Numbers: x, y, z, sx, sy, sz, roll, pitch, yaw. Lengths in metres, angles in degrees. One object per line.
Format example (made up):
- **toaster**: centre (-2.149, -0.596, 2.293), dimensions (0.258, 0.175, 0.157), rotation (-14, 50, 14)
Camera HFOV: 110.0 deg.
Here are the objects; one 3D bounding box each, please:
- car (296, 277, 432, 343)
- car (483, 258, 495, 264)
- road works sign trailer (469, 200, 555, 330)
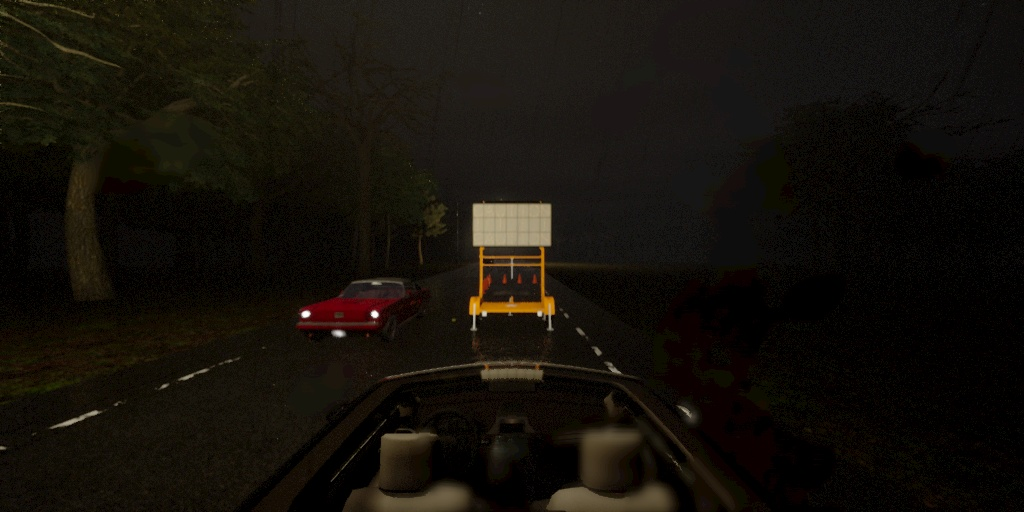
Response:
- **car**: centre (-3.596, 1.286, 9.660), dimensions (1.895, 1.301, 4.718), rotation (0, 0, 0)
- **car**: centre (-3.569, 0.667, 52.039), dimensions (1.882, 1.535, 5.008), rotation (0, 1, 0)
- **road works sign trailer**: centre (0.002, 0.140, 10.807), dimensions (2.380, 3.560, 2.880), rotation (0, 0, 0)
